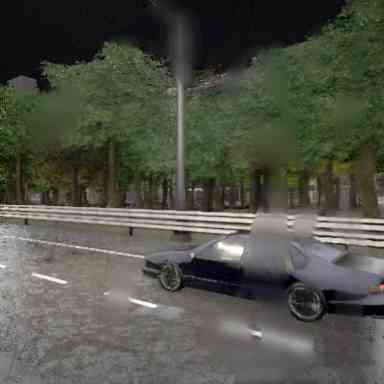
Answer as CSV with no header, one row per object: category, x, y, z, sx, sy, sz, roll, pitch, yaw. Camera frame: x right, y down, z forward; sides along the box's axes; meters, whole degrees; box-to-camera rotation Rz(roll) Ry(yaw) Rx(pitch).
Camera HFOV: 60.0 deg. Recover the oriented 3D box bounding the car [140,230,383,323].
car,1.365,1.549,7.197,5.357,1.411,2.033,0,0,36
